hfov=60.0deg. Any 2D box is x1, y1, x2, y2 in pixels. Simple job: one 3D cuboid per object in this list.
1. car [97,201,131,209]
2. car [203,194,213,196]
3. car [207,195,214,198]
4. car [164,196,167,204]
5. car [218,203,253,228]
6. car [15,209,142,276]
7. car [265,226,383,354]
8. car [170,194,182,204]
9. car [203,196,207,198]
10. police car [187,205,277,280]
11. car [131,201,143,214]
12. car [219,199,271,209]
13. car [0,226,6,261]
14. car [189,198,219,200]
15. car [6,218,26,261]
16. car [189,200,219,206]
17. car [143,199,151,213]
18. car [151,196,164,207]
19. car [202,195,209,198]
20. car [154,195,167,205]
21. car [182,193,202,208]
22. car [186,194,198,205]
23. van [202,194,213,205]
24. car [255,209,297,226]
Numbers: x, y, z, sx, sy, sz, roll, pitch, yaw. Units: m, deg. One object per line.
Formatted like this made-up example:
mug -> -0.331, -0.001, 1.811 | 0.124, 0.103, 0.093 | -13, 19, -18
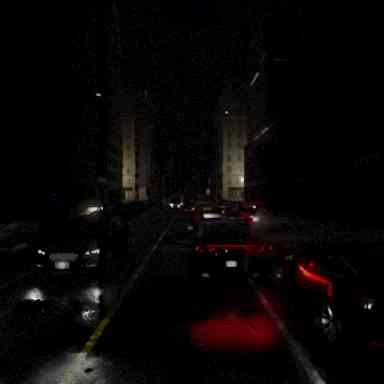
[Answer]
car -> -5.683, 1.545, 22.660 | 1.887, 1.381, 4.507 | 0, 0, 0
car -> 2.821, 1.314, 55.823 | 2.192, 1.841, 5.009 | 0, 0, 0
car -> 2.836, 1.440, 33.728 | 1.967, 1.590, 4.097 | 0, 0, 0
car -> -5.705, 1.565, 55.811 | 1.947, 1.339, 4.313 | 0, 0, 0
car -> 2.843, 1.525, 22.851 | 1.752, 1.417, 4.829 | 0, 0, 0
car -> -3.108, 1.492, 10.404 | 2.128, 1.511, 4.902 | 0, 0, 0
car -> 2.854, 1.566, 6.110 | 1.947, 1.339, 4.313 | 0, 0, 0
car -> -3.057, 1.546, 63.346 | 2.033, 1.411, 5.357 | 0, 0, 0
car -> 2.828, 1.550, 44.776 | 2.008, 1.369, 4.403 | 0, 0, 0
police car -> 0.893, 1.426, 10.123 | 1.930, 1.638, 5.238 | 0, 0, 0
car -> -5.687, 1.566, 28.185 | 1.947, 1.339, 4.313 | 0, 0, 0
car -> 2.847, 1.315, 17.157 | 2.192, 1.841, 5.009 | 0, 0, 0
car -> -5.672, 1.545, 6.085 | 1.887, 1.381, 4.507 | 0, 0, 0
car -> 0.883, 1.478, 26.013 | 1.882, 1.535, 5.008 | 0, 0, 0
car -> -5.676, 1.582, 11.610 | 1.802, 1.307, 4.206 | 0, 0, 0
car -> 0.887, 1.478, 20.013 | 1.882, 1.535, 5.008 | 0, 0, 0
car -> -5.690, 1.565, 33.710 | 1.947, 1.339, 4.313 | 0, 0, 0
car -> -5.701, 1.581, 50.286 | 1.802, 1.307, 4.206 | 0, 0, 0
car -> 2.825, 1.565, 50.299 | 1.947, 1.339, 4.313 | 0, 0, 0
car -> -5.708, 1.439, 61.336 | 1.967, 1.590, 4.097 | 0, 0, 0
car -> -0.018, 1.351, 47.972 | 2.097, 1.767, 4.553 | 0, 0, 0
car -> -0.041, 1.351, 61.384 | 2.097, 1.767, 4.553 | 0, 0, 0
van -> 2.818, 1.340, 61.347 | 1.690, 1.788, 3.998 | 0, 0, 0
car -> 2.851, 1.526, 11.804 | 1.752, 1.417, 4.829 | 0, 0, 0
